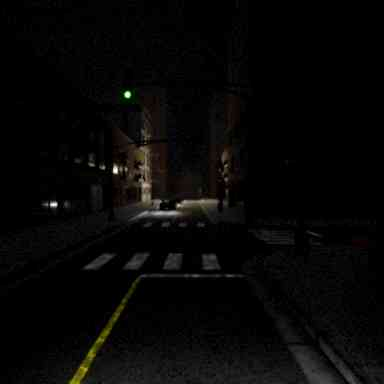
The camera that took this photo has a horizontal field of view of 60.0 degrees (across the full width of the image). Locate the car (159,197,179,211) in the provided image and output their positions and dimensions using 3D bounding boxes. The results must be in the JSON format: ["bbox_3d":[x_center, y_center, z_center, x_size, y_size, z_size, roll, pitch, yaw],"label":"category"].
[{"bbox_3d":[-2.851,1.517,39.439,1.895,1.301,4.718,0,0,0],"label":"car"}]

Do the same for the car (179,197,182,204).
[{"bbox_3d":[-2.796,1.465,58.256,1.895,1.301,4.718,0,0,0],"label":"car"}]
